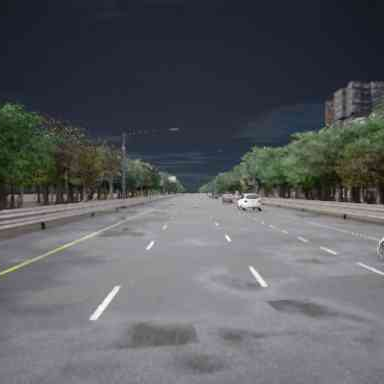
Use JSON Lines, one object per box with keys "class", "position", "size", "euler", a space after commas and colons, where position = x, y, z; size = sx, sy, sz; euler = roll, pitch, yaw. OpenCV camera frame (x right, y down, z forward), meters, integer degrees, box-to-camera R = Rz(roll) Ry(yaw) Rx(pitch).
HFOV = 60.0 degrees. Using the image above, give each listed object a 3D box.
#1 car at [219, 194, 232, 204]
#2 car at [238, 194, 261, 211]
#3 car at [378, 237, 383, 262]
{"class": "car", "position": [7.135, 1.599, 68.048], "size": [1.812, 1.442, 4.674], "euler": [0, 0, 0]}
{"class": "car", "position": [7.031, 1.258, 41.011], "size": [2.150, 2.045, 5.566], "euler": [0, 0, 0]}
{"class": "car", "position": [6.998, 1.536, 8.959], "size": [1.812, 1.442, 4.674], "euler": [0, 0, 0]}
